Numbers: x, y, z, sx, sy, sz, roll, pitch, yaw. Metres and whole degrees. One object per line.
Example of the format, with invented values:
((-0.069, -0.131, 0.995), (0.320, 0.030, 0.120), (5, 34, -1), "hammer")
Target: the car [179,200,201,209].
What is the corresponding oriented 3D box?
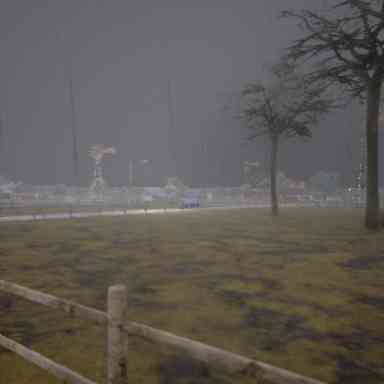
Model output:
((-0.339, 2.184, 60.152), (1.882, 1.535, 5.008), (1, 0, 36), "car")
